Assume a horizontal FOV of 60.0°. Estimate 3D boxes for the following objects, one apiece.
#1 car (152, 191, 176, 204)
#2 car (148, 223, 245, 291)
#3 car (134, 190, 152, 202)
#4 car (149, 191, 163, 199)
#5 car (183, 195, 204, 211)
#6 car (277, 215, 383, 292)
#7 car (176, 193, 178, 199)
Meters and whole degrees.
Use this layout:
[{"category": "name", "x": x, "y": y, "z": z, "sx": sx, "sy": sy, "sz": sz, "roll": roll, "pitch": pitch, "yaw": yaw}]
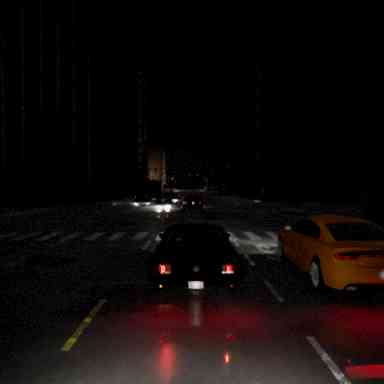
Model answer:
[{"category": "car", "x": -3.561, "y": 0.775, "z": 43.102, "sx": 2.128, "sy": 1.511, "sz": 4.902, "roll": 0, "pitch": 1, "yaw": -1}, {"category": "car", "x": 0.069, "y": 1.457, "z": 8.578, "sx": 1.895, "sy": 1.301, "sz": 4.718, "roll": 0, "pitch": 1, "yaw": 0}, {"category": "car", "x": -7.052, "y": 0.554, "z": 48.096, "sx": 2.097, "sy": 1.767, "sz": 4.553, "roll": 0, "pitch": 1, "yaw": 0}, {"category": "car", "x": -6.986, "y": 0.479, "z": 64.493, "sx": 2.033, "sy": 1.411, "sz": 5.357, "roll": 0, "pitch": 1, "yaw": 1}, {"category": "car", "x": 0.112, "y": 0.975, "z": 31.484, "sx": 2.033, "sy": 1.411, "sz": 5.357, "roll": 0, "pitch": 1, "yaw": 0}, {"category": "car", "x": 3.600, "y": 1.333, "z": 8.592, "sx": 1.882, "sy": 1.535, "sz": 5.008, "roll": 0, "pitch": 1, "yaw": 1}, {"category": "car", "x": -3.531, "y": 0.599, "z": 58.222, "sx": 1.994, "sy": 1.385, "sz": 4.181, "roll": 0, "pitch": 1, "yaw": 0}]
